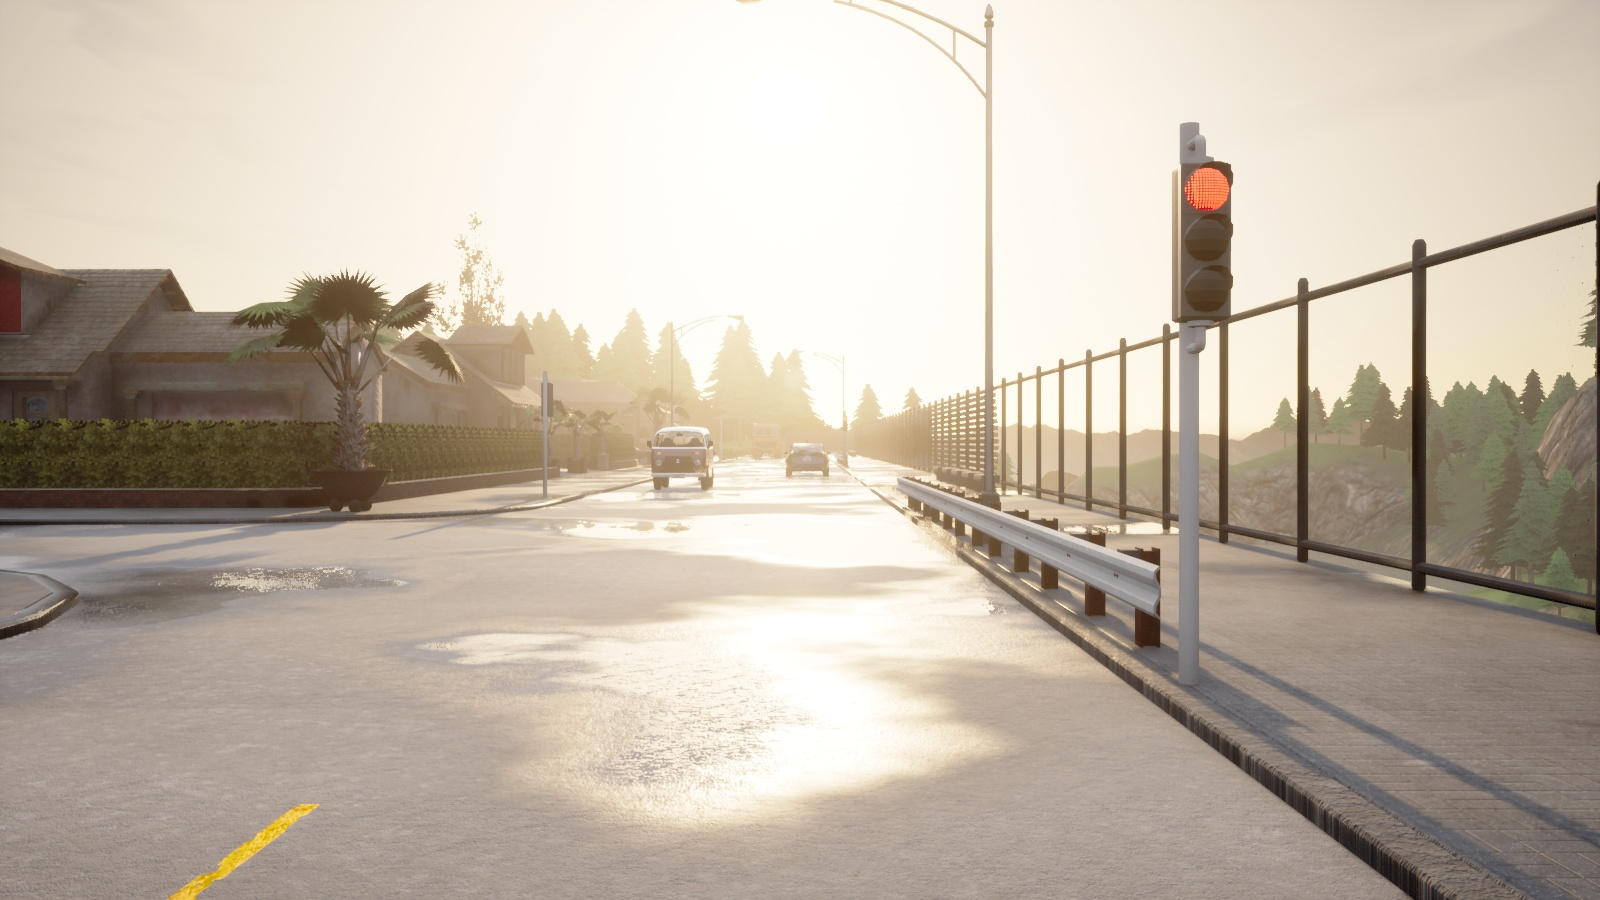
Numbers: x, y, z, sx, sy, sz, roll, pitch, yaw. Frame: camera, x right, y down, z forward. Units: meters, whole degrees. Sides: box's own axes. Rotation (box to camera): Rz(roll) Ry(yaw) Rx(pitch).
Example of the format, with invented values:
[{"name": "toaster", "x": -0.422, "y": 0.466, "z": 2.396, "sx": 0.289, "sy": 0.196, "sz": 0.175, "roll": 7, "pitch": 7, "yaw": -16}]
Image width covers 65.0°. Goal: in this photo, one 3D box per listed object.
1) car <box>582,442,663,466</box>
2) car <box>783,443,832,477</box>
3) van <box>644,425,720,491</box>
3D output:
[{"name": "car", "x": -11.659, "y": 0.248, "z": 82.688, "sx": 5.008, "sy": 1.535, "sz": 1.882, "roll": 0, "pitch": 0, "yaw": 1}, {"name": "car", "x": 0.337, "y": 0.424, "z": 57.103, "sx": 2.163, "sy": 1.488, "sz": 4.792, "roll": 0, "pitch": 0, "yaw": 0}, {"name": "van", "x": -3.779, "y": 0.236, "z": 40.949, "sx": 2.069, "sy": 2.038, "sz": 4.480, "roll": 0, "pitch": 0, "yaw": 0}]
